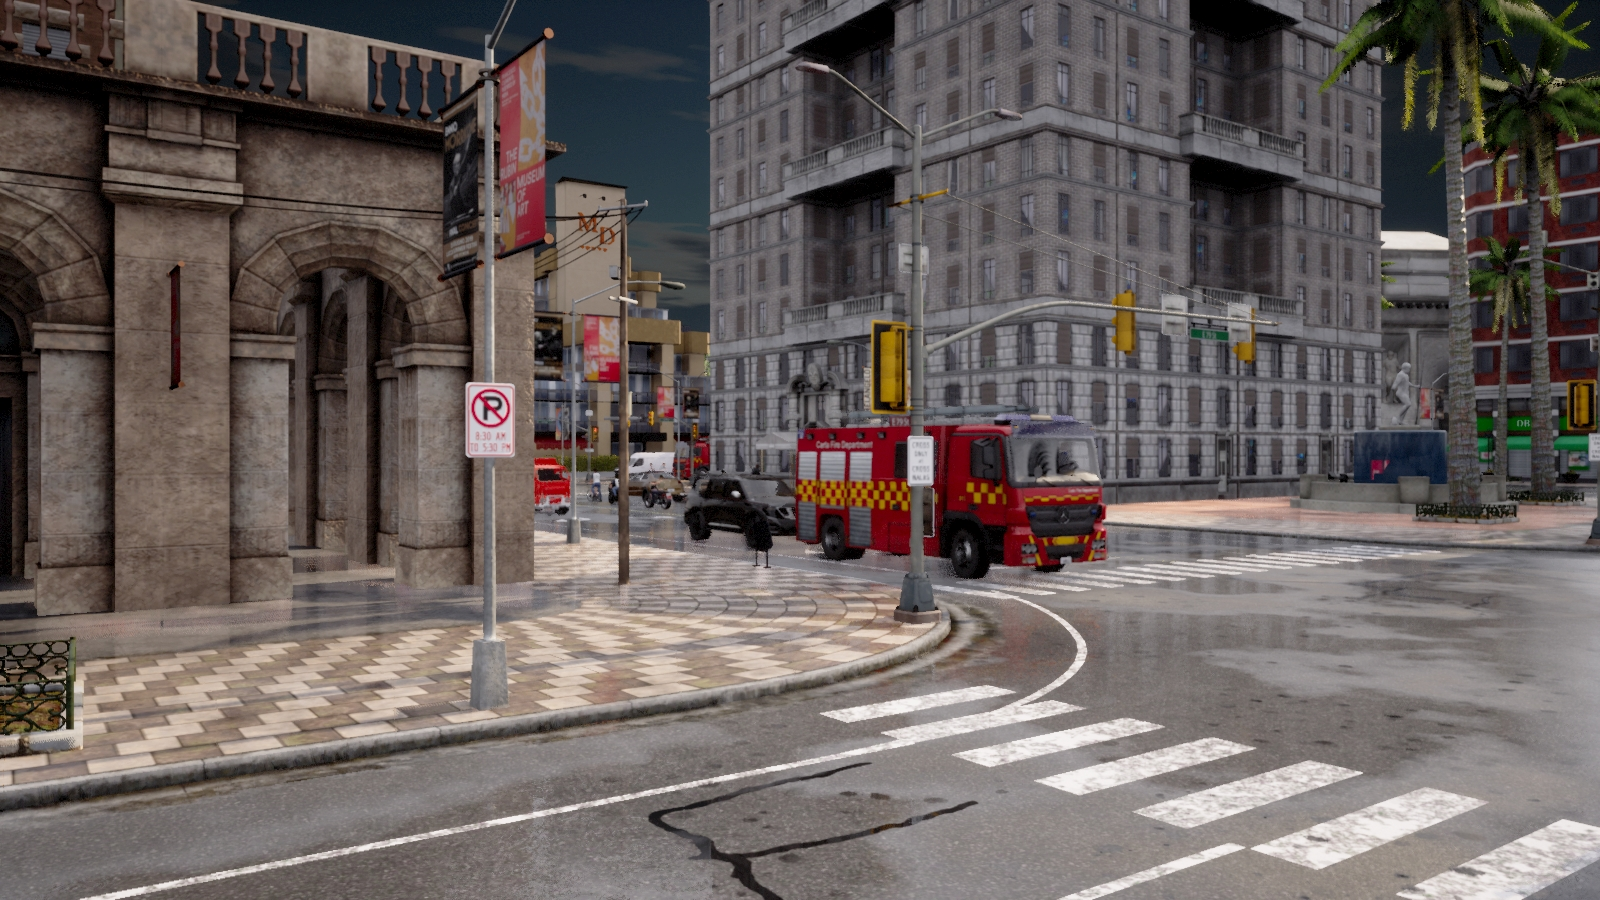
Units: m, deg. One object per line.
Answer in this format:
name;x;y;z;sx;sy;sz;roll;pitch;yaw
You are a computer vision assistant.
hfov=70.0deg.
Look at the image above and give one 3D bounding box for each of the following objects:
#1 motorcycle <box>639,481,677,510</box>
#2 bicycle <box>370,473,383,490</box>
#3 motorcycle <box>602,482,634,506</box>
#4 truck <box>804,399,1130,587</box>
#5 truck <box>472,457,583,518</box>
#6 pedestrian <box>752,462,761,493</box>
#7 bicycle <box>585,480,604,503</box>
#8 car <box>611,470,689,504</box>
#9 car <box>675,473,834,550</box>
motorcycle;-6.767;2.160;54.369;0.764;1.277;2.356;0;0;-35
bicycle;-29.440;2.202;79.452;0.329;1.171;1.835;0;0;-37
motorcycle;-9.213;2.204;57.798;0.803;1.145;2.033;0;0;-36
truck;3.644;0.884;27.595;2.891;3.827;8.468;0;0;-33
truck;-11.936;1.559;49.855;2.627;2.467;5.204;0;0;-41
pedestrian;-2.654;1.682;69.437;0.375;1.860;0.375;0;0;-38
bicycle;-11.030;2.196;61.250;0.373;1.196;1.643;0;0;-35
car;-8.211;1.981;62.259;2.152;1.651;5.027;0;0;-35
car;-1.491;1.773;34.684;2.150;2.045;5.566;0;0;-35
